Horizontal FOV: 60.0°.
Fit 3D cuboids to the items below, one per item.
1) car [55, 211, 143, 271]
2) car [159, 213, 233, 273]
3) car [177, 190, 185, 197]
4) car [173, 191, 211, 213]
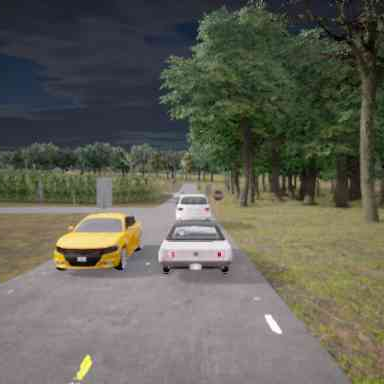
[{"bbox_3d":[-2.843,1.461,11.091,1.882,1.535,5.008,0,0,0],"label":"car"},{"bbox_3d":[0.098,1.586,10.590,1.895,1.301,4.718,0,0,0],"label":"car"},{"bbox_3d":[-2.761,0.319,83.565,1.812,1.442,4.674,0,2,0],"label":"car"},{"bbox_3d":[0.073,1.165,21.985,2.150,2.045,5.566,0,0,-1],"label":"car"}]
